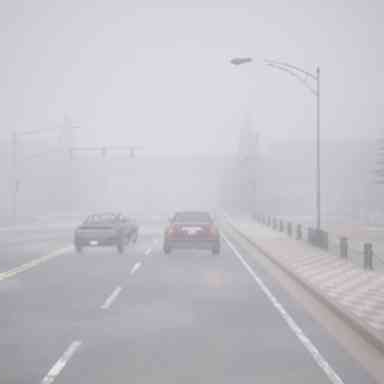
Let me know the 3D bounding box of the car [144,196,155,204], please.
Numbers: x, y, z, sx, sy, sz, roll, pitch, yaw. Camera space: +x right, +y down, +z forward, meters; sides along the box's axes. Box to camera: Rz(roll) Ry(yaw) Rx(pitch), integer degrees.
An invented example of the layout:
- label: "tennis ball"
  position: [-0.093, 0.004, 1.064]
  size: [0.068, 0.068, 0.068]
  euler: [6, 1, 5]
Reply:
- label: "car"
  position: [-11.012, 2.039, 86.757]
  size: [2.150, 2.045, 5.566]
  euler: [0, -1, 0]

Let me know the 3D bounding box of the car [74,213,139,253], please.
- label: "car"
  position: [-3.503, 1.628, 14.292]
  size: [2.128, 1.511, 4.902]
  euler: [0, 0, 0]

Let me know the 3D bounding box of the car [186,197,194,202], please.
- label: "car"
  position: [-0.502, 2.184, 88.265]
  size: [2.097, 1.767, 4.553]
  euler: [0, -1, 0]

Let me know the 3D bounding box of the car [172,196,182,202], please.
- label: "car"
  position: [-4.006, 2.047, 87.607]
  size: [2.150, 2.045, 5.566]
  euler: [0, -1, 0]

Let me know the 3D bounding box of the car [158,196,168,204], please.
- label: "car"
  position: [-7.512, 2.039, 86.734]
  size: [2.150, 2.045, 5.566]
  euler: [0, -1, 0]

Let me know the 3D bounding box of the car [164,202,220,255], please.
- label: "car"
  position: [-0.004, 1.484, 14.088]
  size: [2.097, 1.767, 4.553]
  euler: [0, -1, 0]
